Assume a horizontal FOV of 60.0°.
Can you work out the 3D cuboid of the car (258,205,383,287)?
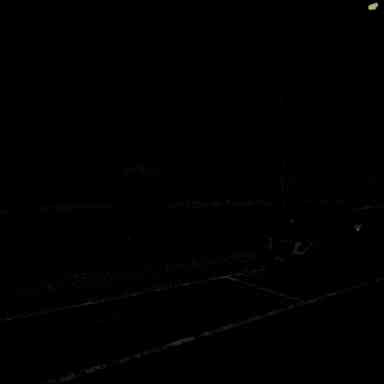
[{"bbox_3d":[4.162,1.312,9.503,5.009,1.841,2.192,0,0,-35],"label":"car"}]
